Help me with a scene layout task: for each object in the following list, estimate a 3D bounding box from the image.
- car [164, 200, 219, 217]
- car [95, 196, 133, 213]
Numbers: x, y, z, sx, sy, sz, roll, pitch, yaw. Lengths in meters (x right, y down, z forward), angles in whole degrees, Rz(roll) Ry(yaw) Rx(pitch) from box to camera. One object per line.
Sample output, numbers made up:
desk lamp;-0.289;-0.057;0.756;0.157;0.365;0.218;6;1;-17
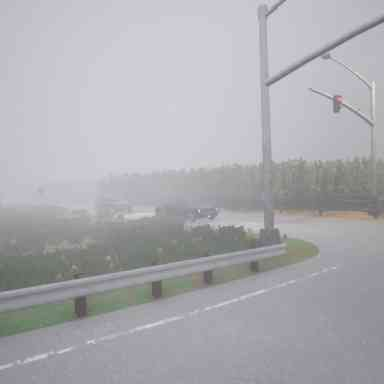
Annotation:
car;-0.406;1.184;21.994;1.895;1.301;4.718;-3;2;-41
car;-7.072;1.127;29.794;1.837;1.490;4.892;-3;2;-40
